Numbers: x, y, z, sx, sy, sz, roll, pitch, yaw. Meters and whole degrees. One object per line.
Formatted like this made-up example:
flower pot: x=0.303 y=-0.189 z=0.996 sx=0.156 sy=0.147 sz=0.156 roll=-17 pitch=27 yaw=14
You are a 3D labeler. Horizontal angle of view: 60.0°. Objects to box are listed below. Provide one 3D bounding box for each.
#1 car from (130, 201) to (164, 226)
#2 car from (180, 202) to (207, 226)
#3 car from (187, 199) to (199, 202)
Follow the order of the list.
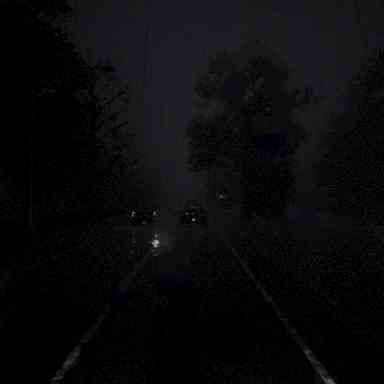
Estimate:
car: x=-3.344 y=1.578 z=25.324 sx=2.097 sy=1.767 sz=4.553 roll=0 pitch=-1 yaw=0
car: x=0.104 y=1.713 z=25.020 sx=2.128 sy=1.511 sz=4.902 roll=0 pitch=-1 yaw=0
car: x=0.118 y=1.699 z=41.883 sx=2.097 sy=1.767 sz=4.553 roll=1 pitch=4 yaw=0
